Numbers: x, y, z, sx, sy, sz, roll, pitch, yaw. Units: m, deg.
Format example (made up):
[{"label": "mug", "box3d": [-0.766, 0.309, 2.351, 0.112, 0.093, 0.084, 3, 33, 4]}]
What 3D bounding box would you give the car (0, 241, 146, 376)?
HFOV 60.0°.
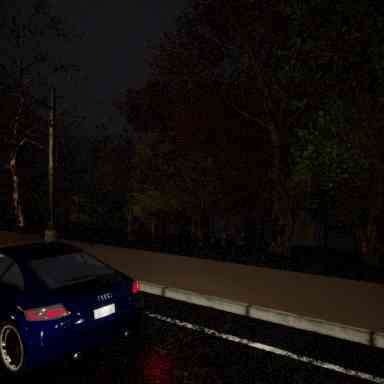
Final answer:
[{"label": "car", "box3d": [-2.775, 1.563, 5.647, 4.181, 1.385, 1.994, 0, 0, 37]}]
